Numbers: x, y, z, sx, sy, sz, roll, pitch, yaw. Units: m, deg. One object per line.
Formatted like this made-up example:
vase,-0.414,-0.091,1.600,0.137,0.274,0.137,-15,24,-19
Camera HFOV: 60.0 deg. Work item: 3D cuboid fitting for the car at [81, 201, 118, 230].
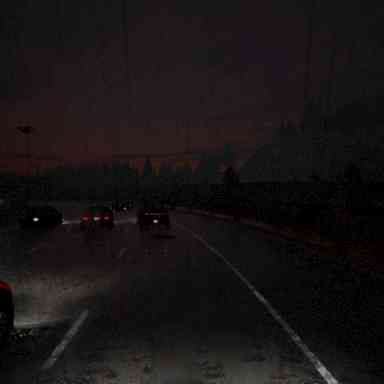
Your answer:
car,-6.013,1.569,21.413,2.033,1.411,5.357,0,0,-13

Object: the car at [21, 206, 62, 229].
car,-9.760,1.604,21.747,1.994,1.385,4.181,0,0,-13

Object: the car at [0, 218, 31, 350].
car,-3.668,1.362,3.165,2.097,1.767,4.553,0,0,-2

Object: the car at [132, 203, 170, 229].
car,-2.600,1.498,21.739,2.128,1.511,4.902,0,0,-12

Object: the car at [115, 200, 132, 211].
car,-8.648,1.630,40.611,1.895,1.301,4.718,0,0,-23

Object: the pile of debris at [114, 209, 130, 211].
pile of debris,-8.588,2.204,40.661,1.500,0.140,1.860,0,0,-23
